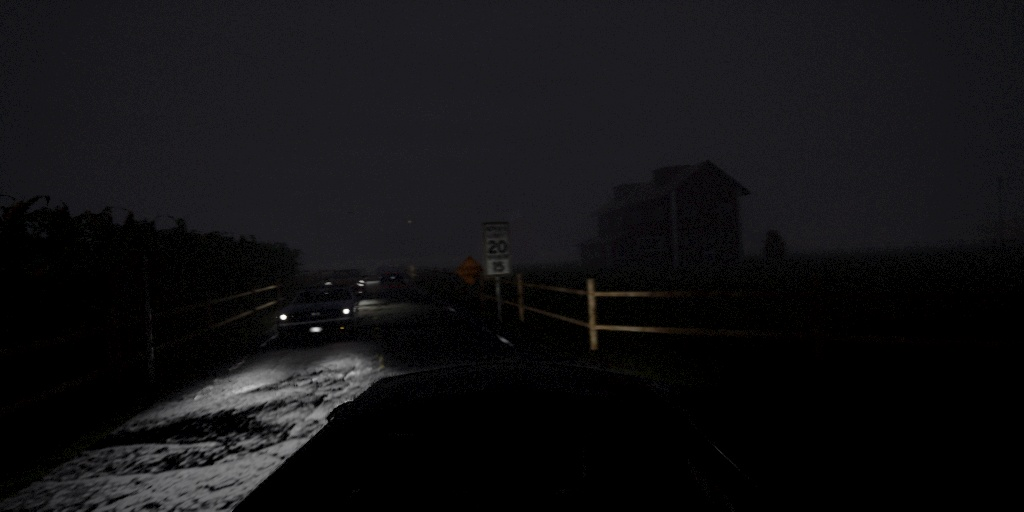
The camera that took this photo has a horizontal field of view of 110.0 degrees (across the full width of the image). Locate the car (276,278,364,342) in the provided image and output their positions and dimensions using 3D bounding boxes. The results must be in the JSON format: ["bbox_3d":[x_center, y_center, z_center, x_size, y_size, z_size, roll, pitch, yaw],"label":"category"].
[{"bbox_3d":[-5.856,1.616,11.276,1.895,1.301,4.718,-3,0,-21],"label":"car"}]

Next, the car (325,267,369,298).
[{"bbox_3d":[-9.601,1.526,20.847,2.097,1.767,4.553,-3,0,-21],"label":"car"}]

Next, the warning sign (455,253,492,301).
[{"bbox_3d":[-1.731,0.906,15.329,1.300,1.860,1.060,0,0,-21],"label":"warning sign"}]

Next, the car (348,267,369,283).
[{"bbox_3d":[-16.643,1.978,39.020,1.837,1.490,4.892,-3,0,-21],"label":"car"}]

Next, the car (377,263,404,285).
[{"bbox_3d":[-10.777,1.674,31.948,1.882,1.535,5.008,-3,0,-21],"label":"car"}]
